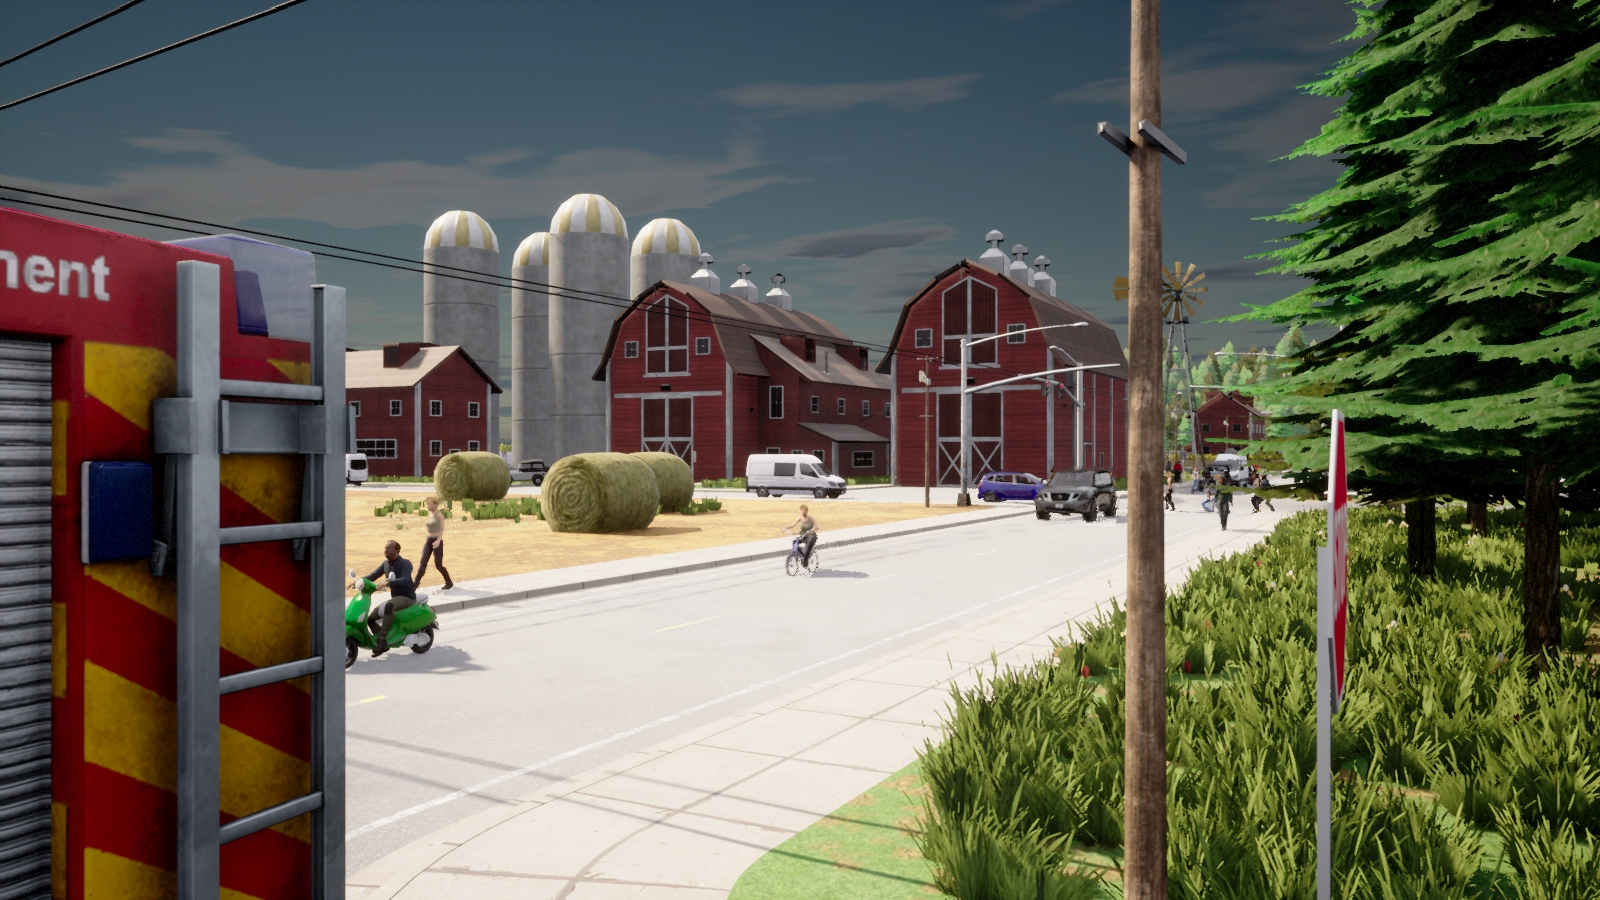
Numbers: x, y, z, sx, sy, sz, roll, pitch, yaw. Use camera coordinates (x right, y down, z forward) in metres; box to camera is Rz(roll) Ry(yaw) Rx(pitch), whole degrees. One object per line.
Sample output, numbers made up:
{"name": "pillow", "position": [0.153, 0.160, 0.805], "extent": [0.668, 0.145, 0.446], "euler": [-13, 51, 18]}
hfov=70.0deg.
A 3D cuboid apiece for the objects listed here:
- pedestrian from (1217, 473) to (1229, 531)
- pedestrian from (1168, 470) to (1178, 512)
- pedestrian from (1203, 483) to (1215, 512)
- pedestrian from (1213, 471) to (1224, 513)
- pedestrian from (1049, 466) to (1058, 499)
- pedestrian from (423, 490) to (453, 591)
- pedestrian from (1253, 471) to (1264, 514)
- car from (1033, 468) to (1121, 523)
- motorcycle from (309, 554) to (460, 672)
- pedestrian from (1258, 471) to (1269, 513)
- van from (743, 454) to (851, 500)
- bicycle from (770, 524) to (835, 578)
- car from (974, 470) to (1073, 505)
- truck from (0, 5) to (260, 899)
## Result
{"name": "pedestrian", "position": [13.828, 1.696, 37.348], "extent": [0.375, 1.860, 0.375], "euler": [0, 0, 21]}
{"name": "pedestrian", "position": [16.866, 1.844, 51.630], "extent": [0.375, 1.860, 0.375], "euler": [0, 0, 31]}
{"name": "pedestrian", "position": [18.375, 2.124, 51.322], "extent": [0.375, 1.300, 0.375], "euler": [0, 0, 37]}
{"name": "pedestrian", "position": [18.495, 1.848, 50.490], "extent": [0.375, 1.860, 0.375], "euler": [0, 0, 27]}
{"name": "pedestrian", "position": [14.338, 1.822, 64.569], "extent": [0.375, 1.860, 0.375], "euler": [0, 0, -24]}
{"name": "pedestrian", "position": [-6.813, 1.694, 21.499], "extent": [0.375, 1.860, 0.375], "euler": [0, 0, 33]}
{"name": "pedestrian", "position": [19.956, 1.848, 49.708], "extent": [0.375, 1.860, 0.375], "euler": [0, 0, 30]}
{"name": "car", "position": [11.341, 1.779, 46.467], "extent": [2.150, 2.045, 5.566], "euler": [0, 0, 28]}
{"name": "motorcycle", "position": [-5.557, 2.142, 15.380], "extent": [0.856, 1.316, 1.805], "euler": [0, 0, 28]}
{"name": "pedestrian", "position": [20.431, 1.844, 50.331], "extent": [0.375, 1.860, 0.375], "euler": [0, 0, 38]}
{"name": "van", "position": [-0.187, 1.504, 65.713], "extent": [5.915, 2.561, 1.988], "euler": [0, 0, 27]}
{"name": "bicycle", "position": [0.063, 2.256, 25.808], "extent": [0.859, 1.080, 1.487], "euler": [0, 0, 29]}
{"name": "car", "position": [11.648, 1.942, 59.618], "extent": [4.611, 1.667, 2.242], "euler": [0, 0, 27]}
{"name": "truck", "position": [-6.086, 0.866, 3.633], "extent": [8.468, 3.827, 2.891], "euler": [0, 0, 22]}
